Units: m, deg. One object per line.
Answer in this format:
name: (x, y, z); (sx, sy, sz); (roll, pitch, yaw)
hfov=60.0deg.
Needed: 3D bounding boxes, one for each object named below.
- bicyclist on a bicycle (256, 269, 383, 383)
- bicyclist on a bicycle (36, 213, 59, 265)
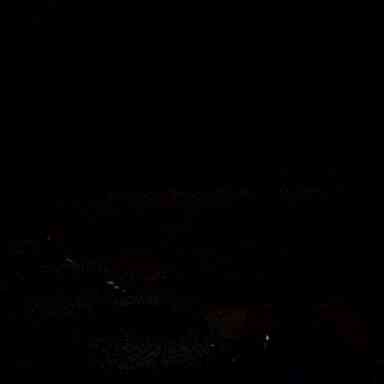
bicyclist on a bicycle: (1.015, 1.435, 2.481); (0.582, 1.620, 1.656); (-1, 0, -30)
bicyclist on a bicycle: (-4.777, 1.513, 10.865); (0.582, 1.620, 1.656); (-1, 0, -35)
